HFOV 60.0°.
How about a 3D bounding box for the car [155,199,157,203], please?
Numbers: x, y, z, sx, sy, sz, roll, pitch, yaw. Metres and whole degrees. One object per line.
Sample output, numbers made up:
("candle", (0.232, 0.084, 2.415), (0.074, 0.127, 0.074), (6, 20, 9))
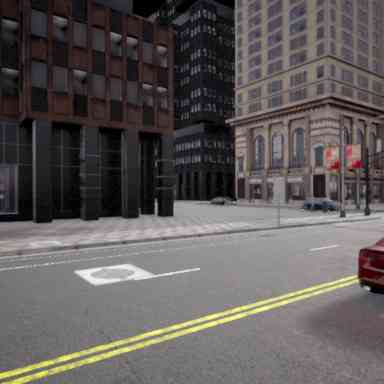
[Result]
("car", (-5.641, 1.656, 67.279), (2.033, 1.411, 5.357), (0, 0, -35))

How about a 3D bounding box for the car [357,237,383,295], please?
("car", (5.738, 1.473, 7.541), (5.008, 1.535, 1.882), (0, 0, -36))

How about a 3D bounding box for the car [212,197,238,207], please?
("car", (5.059, 1.518, 51.988), (2.128, 1.511, 4.902), (0, 0, -35))

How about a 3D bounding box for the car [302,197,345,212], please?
("car", (14.986, 1.361, 37.950), (2.097, 1.767, 4.553), (0, 0, -35))
